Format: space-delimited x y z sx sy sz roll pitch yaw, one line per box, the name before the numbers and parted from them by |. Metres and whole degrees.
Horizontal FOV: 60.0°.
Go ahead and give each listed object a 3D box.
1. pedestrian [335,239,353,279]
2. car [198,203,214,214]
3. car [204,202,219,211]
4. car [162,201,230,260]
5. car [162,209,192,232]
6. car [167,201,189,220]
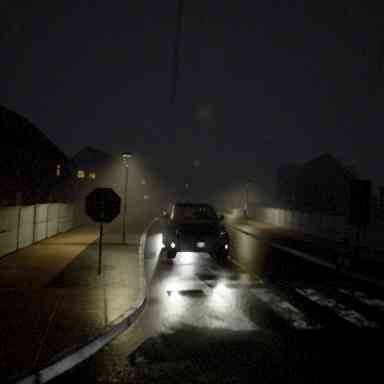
pedestrian | 4.673 1.644 10.057 0.375 1.860 0.375 2 0 -9
car | 2.194 2.448 50.080 2.033 1.411 5.357 3 -1 6
car | 3.610 2.617 60.551 2.033 1.411 5.357 3 -1 9
car | -0.043 1.431 13.767 2.150 2.045 5.566 3 -1 -8
car | -1.105 1.971 23.930 1.895 1.301 4.718 3 -1 -3
car | -1.431 1.915 36.015 2.097 1.767 4.553 3 -1 1
